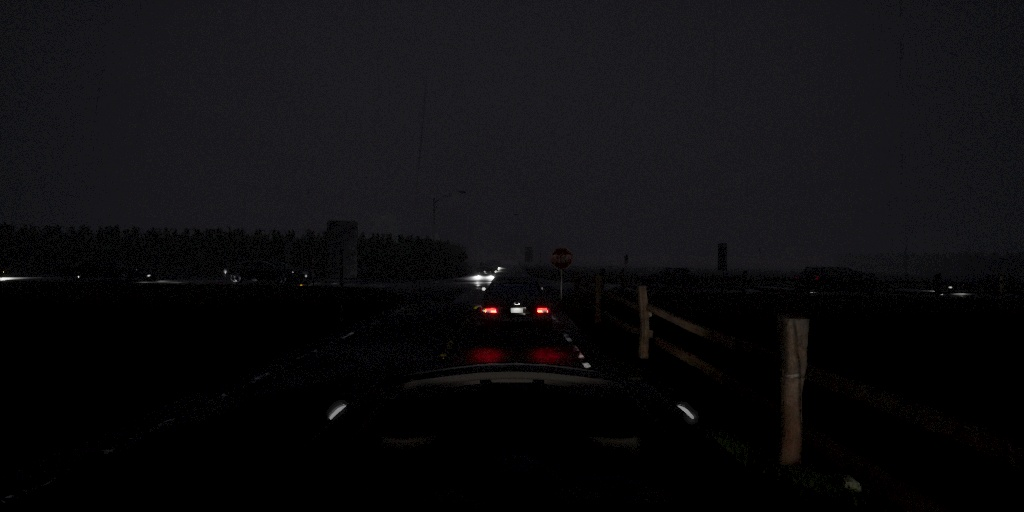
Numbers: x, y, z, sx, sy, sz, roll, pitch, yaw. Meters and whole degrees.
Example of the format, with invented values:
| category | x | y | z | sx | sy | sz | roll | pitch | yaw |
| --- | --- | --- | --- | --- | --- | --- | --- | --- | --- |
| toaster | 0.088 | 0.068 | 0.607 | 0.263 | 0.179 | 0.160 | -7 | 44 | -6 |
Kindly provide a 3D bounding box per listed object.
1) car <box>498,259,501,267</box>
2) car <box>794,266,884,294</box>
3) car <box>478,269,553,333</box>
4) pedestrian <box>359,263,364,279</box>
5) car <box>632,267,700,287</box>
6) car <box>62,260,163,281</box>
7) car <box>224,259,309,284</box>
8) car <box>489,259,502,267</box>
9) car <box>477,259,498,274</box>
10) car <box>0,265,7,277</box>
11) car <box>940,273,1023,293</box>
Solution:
| category | x | y | z | sx | sy | sz | roll | pitch | yaw |
| --- | --- | --- | --- | --- | --- | --- | --- | --- | --- |
| car | -2.947 | 1.306 | 50.999 | 2.033 | 1.411 | 5.357 | 0 | 0 | 0 |
| car | 21.252 | 1.499 | 23.371 | 4.553 | 1.767 | 2.097 | 1 | -1 | 0 |
| car | 0.045 | 1.299 | 10.762 | 2.033 | 1.411 | 5.357 | 0 | 0 | -1 |
| pedestrian | -12.230 | 1.171 | 29.155 | 0.375 | 1.300 | 0.375 | 0 | -2 | 0 |
| car | 11.214 | 1.519 | 26.236 | 4.674 | 1.442 | 1.812 | 1 | -1 | 0 |
| car | -25.611 | 0.912 | 23.113 | 4.718 | 1.301 | 1.895 | 1 | -1 | 0 |
| car | -15.702 | 0.978 | 23.125 | 4.902 | 1.511 | 2.128 | 1 | -1 | 1 |
| car | -2.943 | 1.253 | 65.163 | 2.128 | 1.511 | 4.902 | 0 | 0 | 0 |
| car | -2.928 | 1.358 | 40.552 | 1.895 | 1.301 | 4.718 | 0 | 0 | 0 |
| car | -35.632 | 0.699 | 23.070 | 4.181 | 1.385 | 1.994 | 1 | -1 | 0 |
| car | 34.879 | 1.966 | 26.359 | 5.357 | 1.411 | 2.033 | 1 | -1 | 0 |
